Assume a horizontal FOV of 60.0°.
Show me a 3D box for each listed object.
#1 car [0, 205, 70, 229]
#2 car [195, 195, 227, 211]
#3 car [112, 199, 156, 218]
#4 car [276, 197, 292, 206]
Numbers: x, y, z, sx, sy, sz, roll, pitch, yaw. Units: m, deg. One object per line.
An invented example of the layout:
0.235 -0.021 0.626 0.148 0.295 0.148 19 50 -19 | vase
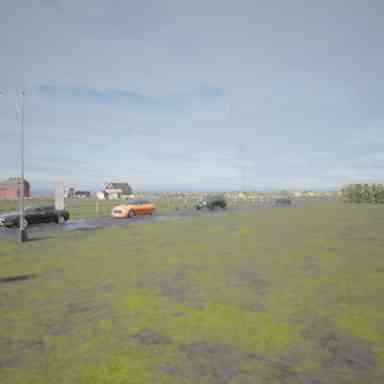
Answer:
-11.149 1.687 23.794 1.837 1.490 4.892 0 0 33 | car
2.619 1.395 44.386 2.150 2.045 5.566 0 0 34 | car
-5.587 1.530 32.163 2.097 1.767 4.553 0 0 34 | car
16.619 1.678 60.027 1.837 1.490 4.892 0 -1 34 | car
